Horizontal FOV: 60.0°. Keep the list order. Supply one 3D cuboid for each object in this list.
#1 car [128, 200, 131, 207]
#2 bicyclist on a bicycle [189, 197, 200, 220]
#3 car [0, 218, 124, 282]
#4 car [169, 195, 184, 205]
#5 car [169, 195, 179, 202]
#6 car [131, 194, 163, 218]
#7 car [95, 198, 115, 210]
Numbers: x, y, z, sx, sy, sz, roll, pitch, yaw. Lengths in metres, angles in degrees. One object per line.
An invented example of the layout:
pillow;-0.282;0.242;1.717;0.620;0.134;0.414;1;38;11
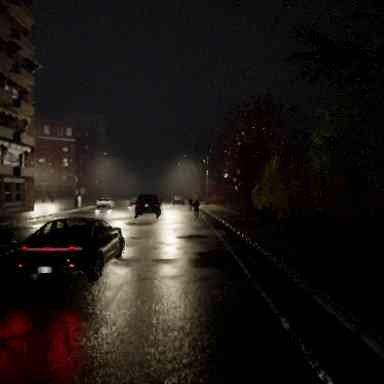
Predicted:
car;-8.536;1.528;50.774;2.033;1.411;5.357;0;0;-4
bicyclist on a bicycle;0.345;1.359;26.030;0.659;1.776;1.843;0;0;-2
car;-3.257;1.490;9.711;2.128;1.511;4.902;0;0;-1
car;-2.354;1.459;56.839;2.128;1.511;4.902;0;0;-5
car;-4.071;1.430;73.966;1.882;1.535;5.008;0;0;-6
car;-3.876;1.211;30.161;2.150;2.045;5.566;0;0;-3
car;-11.317;1.515;43.610;1.812;1.442;4.674;0;0;-4
